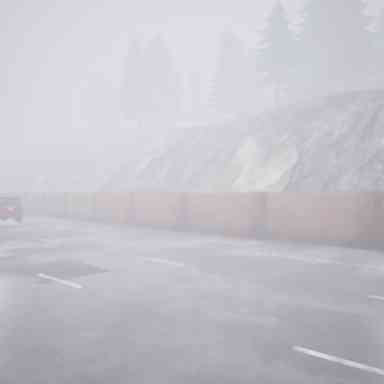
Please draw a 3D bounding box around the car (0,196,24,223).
[{"bbox_3d":[-15.151,1.344,26.073,5.566,2.045,2.150,0,-1,44],"label":"car"}]
